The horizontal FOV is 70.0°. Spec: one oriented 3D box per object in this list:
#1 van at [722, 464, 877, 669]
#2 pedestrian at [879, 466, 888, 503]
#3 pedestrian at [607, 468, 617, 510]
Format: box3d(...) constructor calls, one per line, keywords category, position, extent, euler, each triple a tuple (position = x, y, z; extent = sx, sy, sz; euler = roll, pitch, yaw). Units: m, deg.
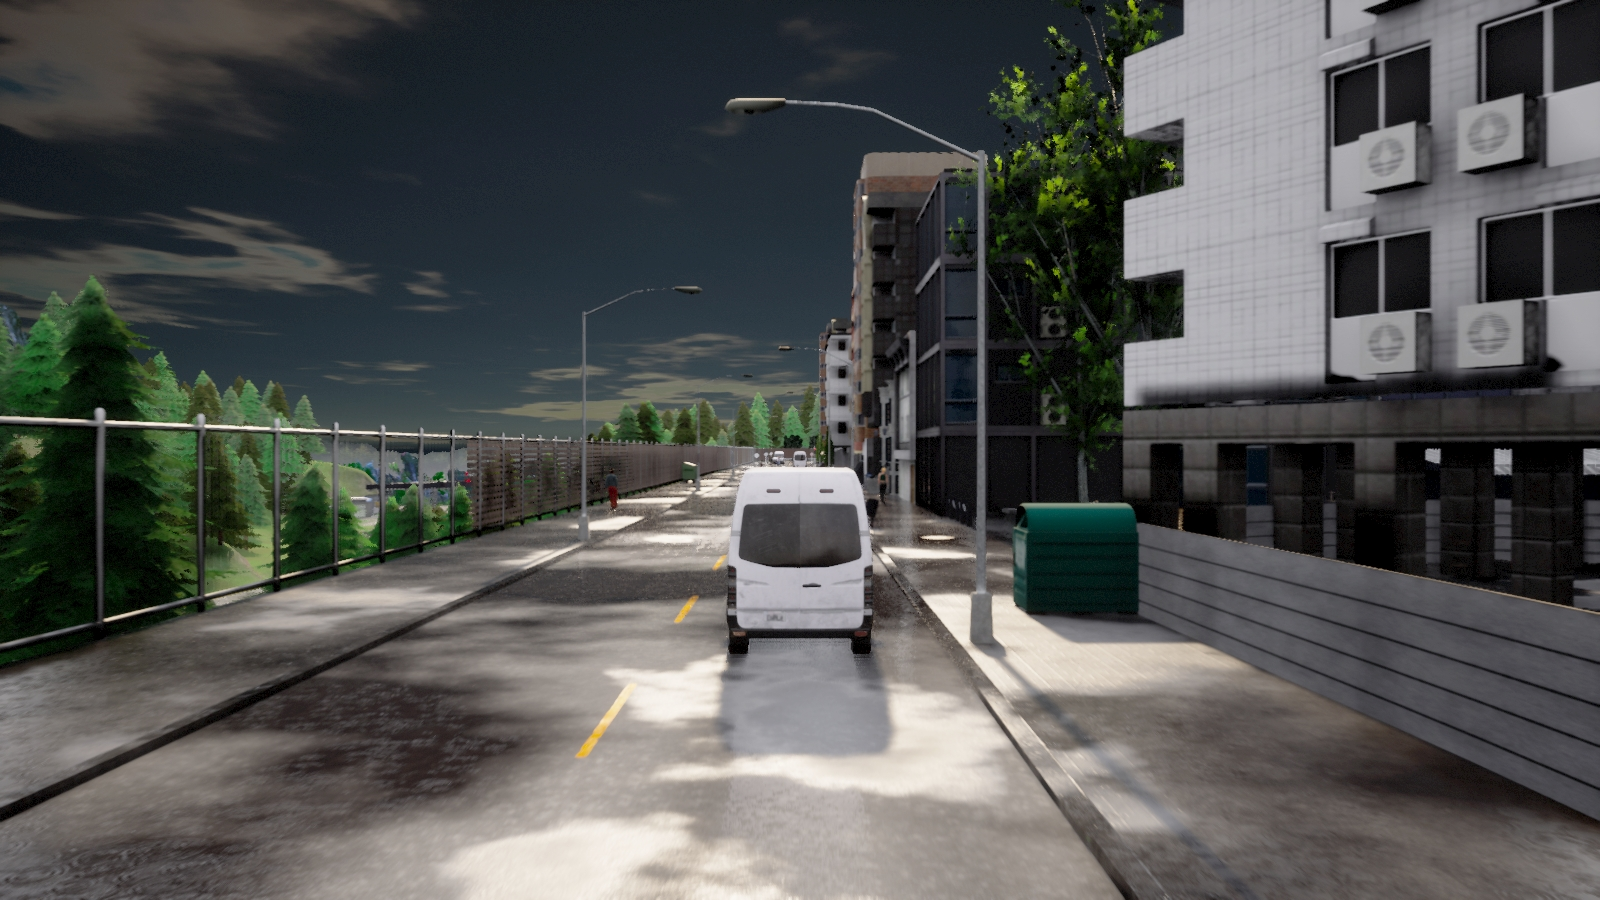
box3d(category="van", position=(-0.004, 1.534, 17.632), extent=(1.988, 2.561, 5.915), euler=(0, 0, 0))
box3d(category="pedestrian", position=(4.190, 1.744, 57.400), extent=(0.375, 1.860, 0.375), euler=(0, 0, -3))
box3d(category="pedestrian", position=(-8.393, 1.745, 51.064), extent=(0.375, 1.860, 0.375), euler=(0, 0, 1))
